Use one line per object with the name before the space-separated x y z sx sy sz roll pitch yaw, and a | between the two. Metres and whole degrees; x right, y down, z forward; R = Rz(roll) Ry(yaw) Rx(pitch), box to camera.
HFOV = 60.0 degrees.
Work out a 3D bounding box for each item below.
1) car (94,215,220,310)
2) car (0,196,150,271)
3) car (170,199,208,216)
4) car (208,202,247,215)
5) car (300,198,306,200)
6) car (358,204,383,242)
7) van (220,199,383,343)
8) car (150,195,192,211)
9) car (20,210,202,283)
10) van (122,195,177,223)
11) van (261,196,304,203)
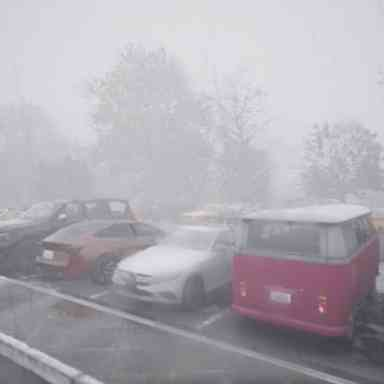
car | 0.215 1.528 8.113 2.002 1.452 4.674 0 0 36
car | -4.321 1.239 11.316 2.435 2.045 5.566 0 0 36
car | 1.111 1.489 23.317 1.946 1.575 5.366 0 0 36
car | 3.466 1.490 21.854 2.231 1.521 4.892 0 0 36
car | 7.960 1.361 18.613 2.185 1.767 4.553 0 0 36
car | 10.128 1.485 17.096 2.097 1.535 5.008 0 0 36
van | 2.540 1.261 6.592 1.878 1.987 4.442 0 0 36
car | -1.019 1.248 25.101 2.435 2.045 5.566 0 0 36
car | -2.028 1.519 9.748 2.163 1.488 4.792 0 0 36
van | -3.320 1.292 26.855 1.878 1.987 4.442 0 0 36
van | 5.792 1.262 20.344 1.878 1.987 4.442 0 0 36
